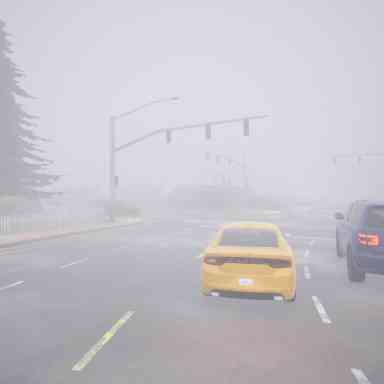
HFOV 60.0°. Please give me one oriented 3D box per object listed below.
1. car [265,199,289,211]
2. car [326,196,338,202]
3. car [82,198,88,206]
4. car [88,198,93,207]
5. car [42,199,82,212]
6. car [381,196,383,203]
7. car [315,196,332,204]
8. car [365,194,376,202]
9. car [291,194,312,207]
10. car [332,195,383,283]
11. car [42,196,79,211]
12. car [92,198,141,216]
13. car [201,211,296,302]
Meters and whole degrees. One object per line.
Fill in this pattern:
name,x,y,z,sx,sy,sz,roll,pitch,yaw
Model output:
car,10.254,1.583,40.091,1.994,1.385,4.181,0,1,32
car,30.976,1.524,73.706,1.812,1.442,4.674,0,0,32
car,-16.127,1.581,50.897,4.674,1.442,1.812,0,0,32
car,-9.289,1.560,38.163,4.892,1.490,1.837,0,0,32
car,-15.074,1.581,37.643,4.674,1.442,1.812,0,0,32
car,40.544,1.540,69.224,2.033,1.411,5.357,0,0,32
car,25.248,1.548,64.365,2.033,1.411,5.357,0,0,32
car,42.877,1.355,79.727,2.097,1.767,4.553,0,0,32
car,17.106,1.526,51.257,1.812,1.442,4.674,0,0,32
car,5.462,1.221,9.478,2.150,2.045,5.566,0,0,19
car,-17.011,1.407,42.979,4.553,1.767,2.097,0,0,32
car,-7.227,1.560,32.745,4.892,1.490,1.837,0,0,34
car,1.498,1.478,8.449,1.882,1.535,5.008,0,0,12
